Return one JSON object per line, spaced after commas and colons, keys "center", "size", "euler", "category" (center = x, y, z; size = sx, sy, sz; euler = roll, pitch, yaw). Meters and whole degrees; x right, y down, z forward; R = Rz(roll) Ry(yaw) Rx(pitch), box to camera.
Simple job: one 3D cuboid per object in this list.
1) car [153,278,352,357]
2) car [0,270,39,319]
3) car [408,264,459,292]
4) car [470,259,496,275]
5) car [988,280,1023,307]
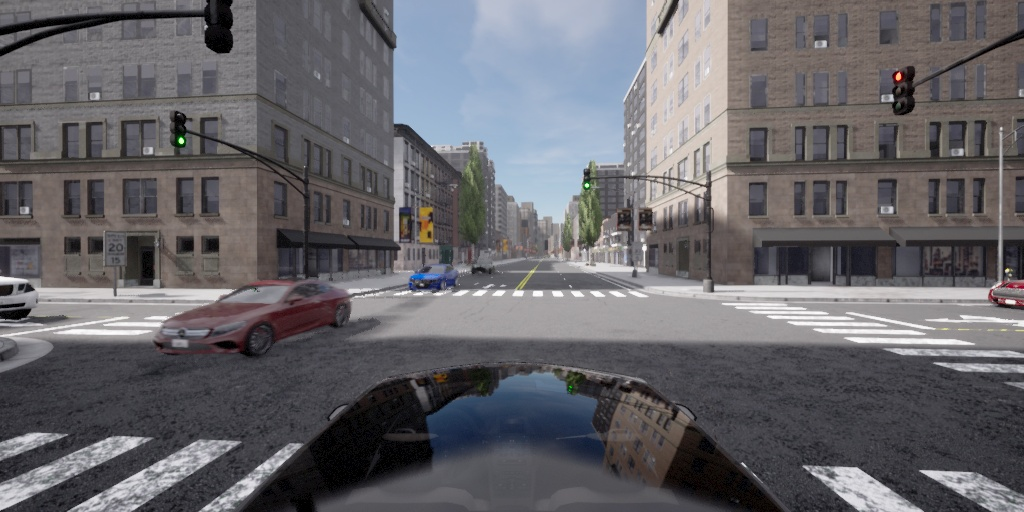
{"center": [-5.704, 1.298, 8.709], "size": [1.812, 1.442, 4.674], "euler": [0, 0, 5], "category": "car"}
{"center": [-17.817, 1.012, 10.779], "size": [5.566, 2.045, 2.150], "euler": [0, 0, 6], "category": "car"}
{"center": [-4.528, 1.234, 21.357], "size": [1.882, 1.535, 5.008], "euler": [0, 0, 5], "category": "car"}
{"center": [-2.992, 1.068, 37.888], "size": [2.097, 1.767, 4.553], "euler": [0, 0, 5], "category": "car"}
{"center": [20.213, 1.153, 12.919], "size": [4.097, 1.591, 1.967], "euler": [0, 0, 6], "category": "car"}
